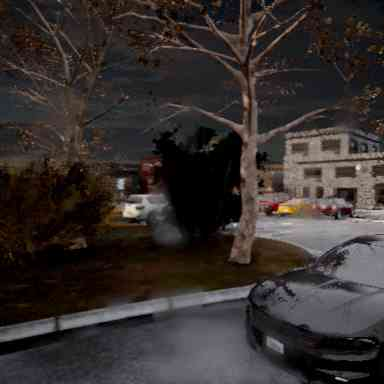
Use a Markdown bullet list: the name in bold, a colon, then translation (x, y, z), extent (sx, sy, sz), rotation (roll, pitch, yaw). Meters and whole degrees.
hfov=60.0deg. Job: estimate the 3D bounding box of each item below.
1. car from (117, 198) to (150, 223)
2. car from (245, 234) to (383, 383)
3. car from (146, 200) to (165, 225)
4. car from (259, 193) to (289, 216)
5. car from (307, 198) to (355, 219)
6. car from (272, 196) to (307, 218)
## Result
- **car**: translation (-6.483, 1.536, 27.823), extent (1.946, 1.575, 5.366), rotation (-1, -1, 44)
- **car**: translation (3.056, 1.436, 5.042), extent (5.008, 1.535, 1.882), rotation (0, 1, -32)
- **car**: translation (-0.254, 1.437, 22.024), extent (2.231, 1.521, 4.892), rotation (-1, 0, 44)
- **car**: translation (7.451, 1.152, 31.590), extent (2.435, 2.045, 5.566), rotation (-1, 0, 44)
- **car**: translation (11.728, 1.236, 27.448), extent (2.185, 1.767, 4.553), rotation (-1, 0, 44)
- **car**: translation (9.566, 1.383, 29.578), extent (2.097, 1.535, 5.008), rotation (-1, 0, 44)
